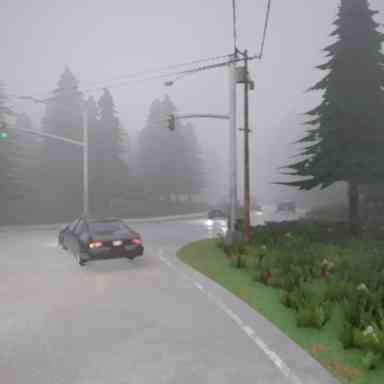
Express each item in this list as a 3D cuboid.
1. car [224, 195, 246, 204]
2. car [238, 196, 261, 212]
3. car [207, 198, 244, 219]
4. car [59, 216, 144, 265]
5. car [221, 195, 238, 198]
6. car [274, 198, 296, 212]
[{"bbox_3d":[7.796,1.376,61.157,1.837,1.490,4.892,0,0,-21],"label":"car"},{"bbox_3d":[6.541,1.251,37.266,2.097,1.767,4.553,0,0,8],"label":"car"},{"bbox_3d":[2.919,1.496,27.660,1.994,1.385,4.181,0,0,30],"label":"car"},{"bbox_3d":[-3.460,1.560,11.985,2.033,1.411,5.357,0,0,-30],"label":"car"},{"bbox_3d":[6.091,1.239,54.889,2.097,1.767,4.553,0,0,-11],"label":"car"},{"bbox_3d":[9.924,1.401,35.435,1.812,1.442,4.674,0,0,13],"label":"car"}]
